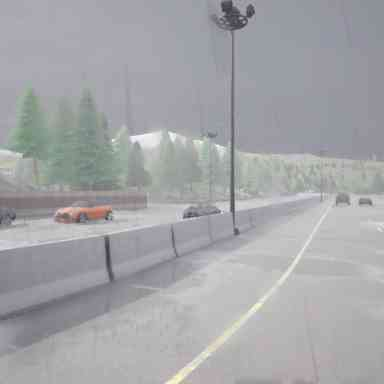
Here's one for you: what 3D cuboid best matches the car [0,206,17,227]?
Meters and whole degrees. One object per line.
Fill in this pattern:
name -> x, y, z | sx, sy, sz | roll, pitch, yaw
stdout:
car -> -13.424, 1.492, 20.677 | 2.128, 1.511, 4.902 | 0, 0, 25

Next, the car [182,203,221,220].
car -> 0.827, 1.564, 26.906 | 1.994, 1.385, 4.181 | 0, 0, 24

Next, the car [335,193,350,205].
car -> 25.960, 1.221, 57.348 | 2.150, 2.045, 5.566 | 0, 0, 24

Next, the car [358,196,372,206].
car -> 29.446, 1.492, 56.579 | 2.128, 1.511, 4.902 | 0, 0, 24

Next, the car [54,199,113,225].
car -> -7.881, 1.351, 24.526 | 2.097, 1.767, 4.553 | 0, 0, 24
